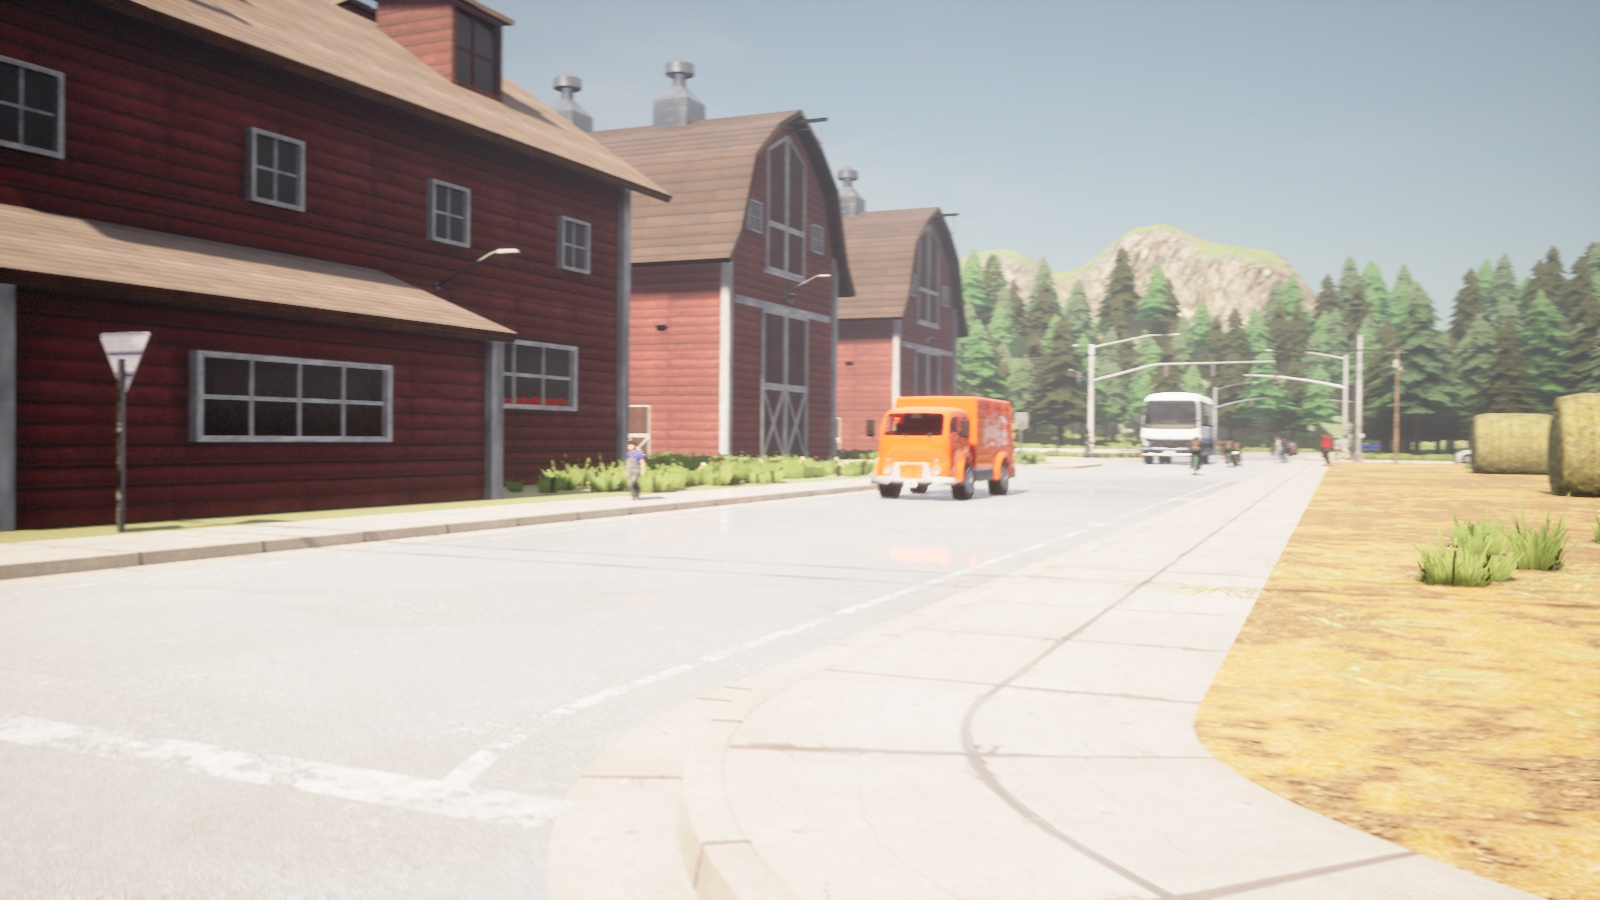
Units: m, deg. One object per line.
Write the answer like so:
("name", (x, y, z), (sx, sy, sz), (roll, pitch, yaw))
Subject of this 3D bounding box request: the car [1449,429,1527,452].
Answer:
("car", (46.344, -0.615, 84.682), (4.514, 1.525, 2.007), (0, 1, 24))

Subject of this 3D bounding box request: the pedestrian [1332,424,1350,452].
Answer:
("pedestrian", (35.385, -0.798, 82.184), (0.900, 1.855, 0.874), (0, 1, 38))

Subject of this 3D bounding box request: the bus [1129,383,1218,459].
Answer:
("bus", (22.593, -1.679, 75.551), (3.944, 4.253, 10.273), (0, 0, 23))

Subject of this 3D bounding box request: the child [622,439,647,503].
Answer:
("child", (-3.273, 0.409, 24.862), (0.270, 1.263, 0.437), (0, 1, 26))

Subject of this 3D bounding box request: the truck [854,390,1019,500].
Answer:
("truck", (3.490, -0.141, 30.954), (2.627, 2.467, 5.204), (0, 1, 23))

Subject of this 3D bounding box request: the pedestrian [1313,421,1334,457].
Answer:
("pedestrian", (27.518, -0.569, 66.017), (0.899, 1.844, 0.634), (0, 1, 36))
